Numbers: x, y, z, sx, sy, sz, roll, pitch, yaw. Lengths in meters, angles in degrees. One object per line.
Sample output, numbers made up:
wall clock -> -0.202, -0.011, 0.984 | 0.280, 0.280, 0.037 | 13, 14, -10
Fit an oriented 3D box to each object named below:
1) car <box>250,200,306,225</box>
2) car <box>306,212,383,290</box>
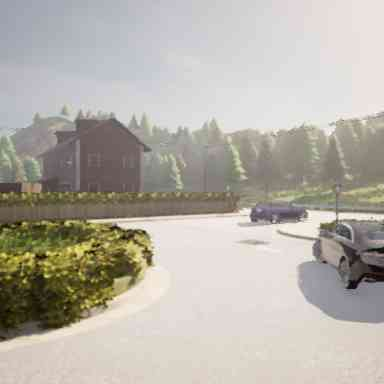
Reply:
car -> 6.583, 1.401, 25.011 | 4.553, 1.767, 2.097 | 0, 0, -34
car -> 4.674, 1.509, 8.958 | 2.128, 1.511, 4.902 | 0, 0, 10
